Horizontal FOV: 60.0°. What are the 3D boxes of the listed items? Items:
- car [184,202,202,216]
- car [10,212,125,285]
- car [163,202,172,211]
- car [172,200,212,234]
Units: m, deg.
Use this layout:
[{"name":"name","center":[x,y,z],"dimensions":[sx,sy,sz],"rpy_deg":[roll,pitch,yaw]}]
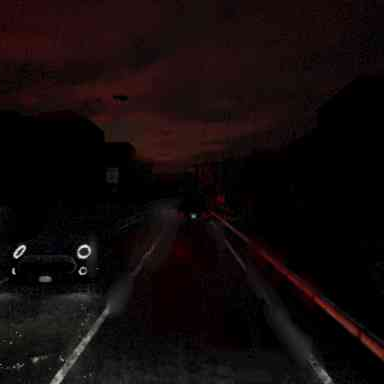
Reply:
[{"name":"car","center":[0.094,2.074,41.472],"dimensions":[2.128,1.511,4.902],"rpy_deg":[0,-1,0]},{"name":"car","center":[-3.435,1.477,10.008],"dimensions":[2.097,1.767,4.553],"rpy_deg":[0,-1,0]},{"name":"car","center":[-3.572,2.350,54.032],"dimensions":[1.994,1.385,4.181],"rpy_deg":[0,-1,0]},{"name":"car","center":[0.092,1.505,21.625],"dimensions":[2.150,2.045,5.566],"rpy_deg":[0,-1,0]}]
